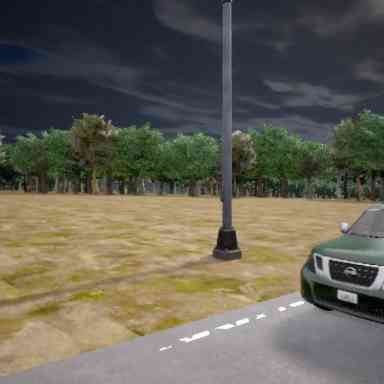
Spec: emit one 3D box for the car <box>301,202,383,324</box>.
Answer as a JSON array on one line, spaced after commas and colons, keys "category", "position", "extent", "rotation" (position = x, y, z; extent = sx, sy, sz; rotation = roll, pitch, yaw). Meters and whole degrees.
[{"category": "car", "position": [4.566, 1.219, 6.690], "extent": [5.566, 2.045, 2.150], "rotation": [0, 0, -37]}]
